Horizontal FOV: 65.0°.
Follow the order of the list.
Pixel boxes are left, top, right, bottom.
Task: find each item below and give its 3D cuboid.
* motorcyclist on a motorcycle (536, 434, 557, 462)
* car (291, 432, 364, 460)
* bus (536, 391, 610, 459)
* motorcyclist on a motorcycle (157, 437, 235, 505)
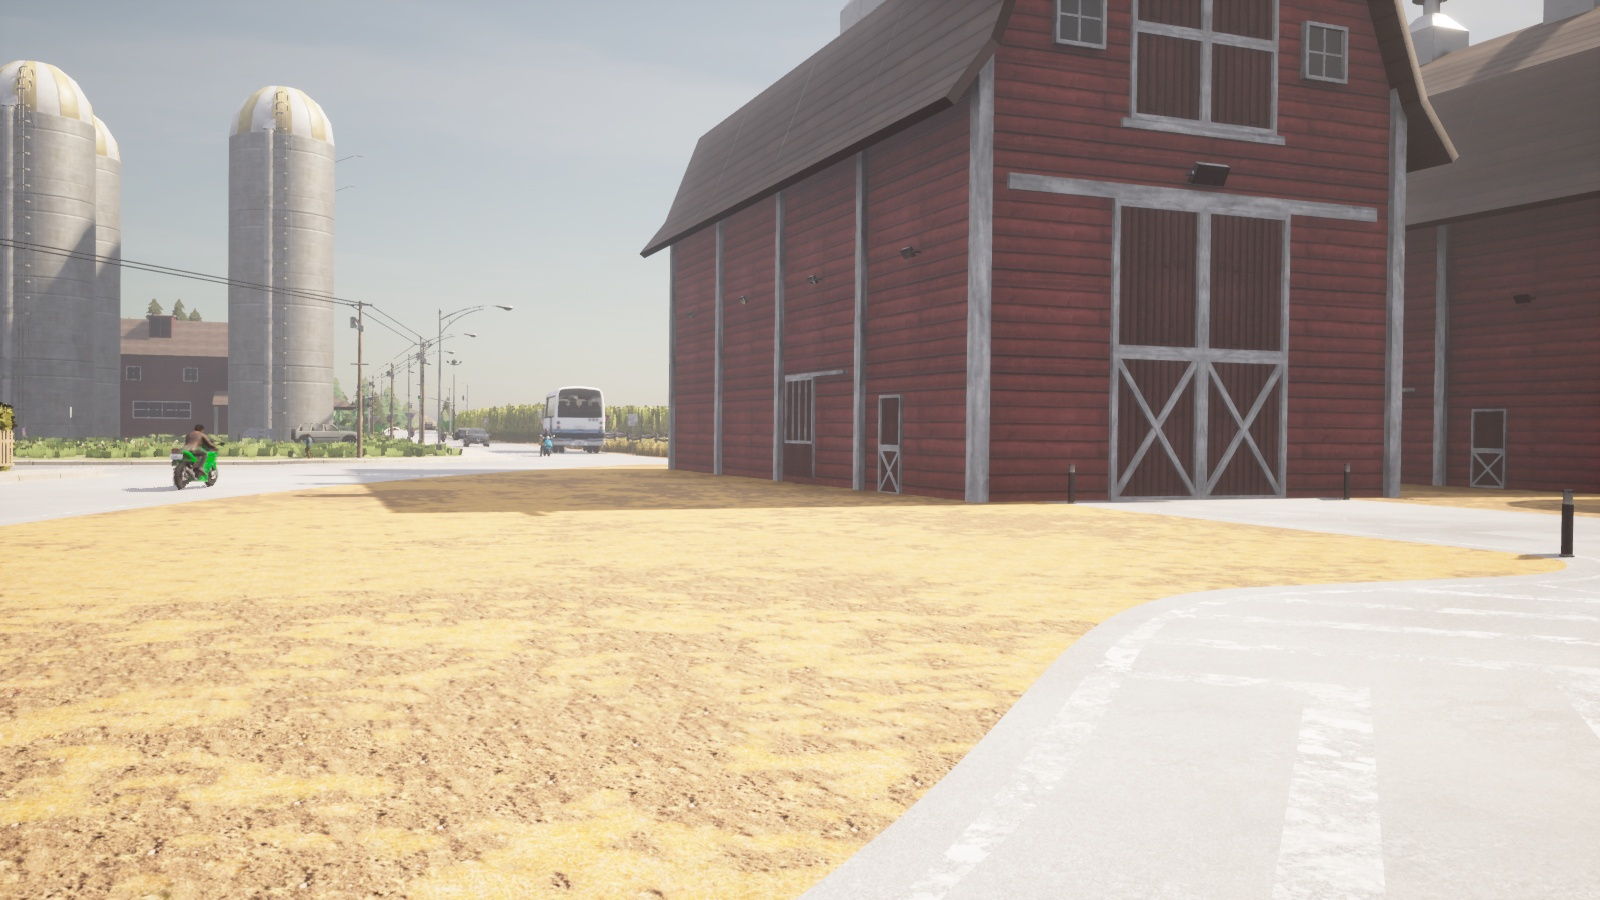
[{"bbox_3d":[-14.387,-0.113,71.271,0.866,1.590,1.817,-1,1,-21],"label":"motorcyclist on a motorcycle"},{"bbox_3d":[-32.601,-0.303,86.657,4.605,1.855,1.932,-1,1,-22],"label":"car"},{"bbox_3d":[-15.404,-1.648,84.593,3.944,4.253,10.273,-1,1,-15],"label":"bus"},{"bbox_3d":[-14.076,0.459,29.327,0.797,1.523,2.044,0,1,1],"label":"motorcyclist on a motorcycle"}]
